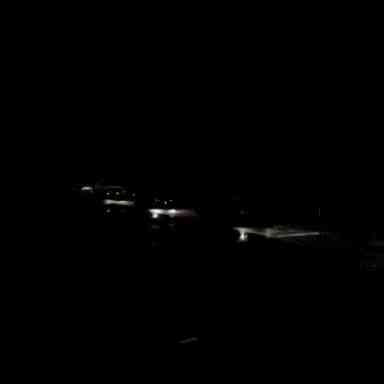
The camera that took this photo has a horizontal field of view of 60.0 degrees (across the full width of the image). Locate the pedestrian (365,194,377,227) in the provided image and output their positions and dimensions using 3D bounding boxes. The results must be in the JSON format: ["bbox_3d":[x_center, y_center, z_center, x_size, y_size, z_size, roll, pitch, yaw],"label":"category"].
[{"bbox_3d":[9.877,1.033,18.481,0.375,1.860,0.375,5,-2,-32],"label":"pedestrian"}]

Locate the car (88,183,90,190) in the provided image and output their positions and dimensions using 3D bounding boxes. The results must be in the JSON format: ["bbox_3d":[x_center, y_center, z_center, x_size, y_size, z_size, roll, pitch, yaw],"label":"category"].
[{"bbox_3d":[-13.279,-0.542,49.226,2.128,1.511,4.902,1,2,-32],"label":"car"}]

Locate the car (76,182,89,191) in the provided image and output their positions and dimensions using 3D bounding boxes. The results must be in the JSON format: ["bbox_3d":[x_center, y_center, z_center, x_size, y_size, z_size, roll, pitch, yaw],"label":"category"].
[{"bbox_3d":[-18.838,-1.014,58.014,2.128,1.511,4.902,1,2,-32],"label":"car"}]

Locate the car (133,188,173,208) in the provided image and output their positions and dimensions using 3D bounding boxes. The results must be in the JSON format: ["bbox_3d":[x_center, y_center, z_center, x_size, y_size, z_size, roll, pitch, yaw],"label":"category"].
[{"bbox_3d":[-3.292,0.463,27.429,1.837,1.490,4.892,1,2,-32],"label":"car"}]

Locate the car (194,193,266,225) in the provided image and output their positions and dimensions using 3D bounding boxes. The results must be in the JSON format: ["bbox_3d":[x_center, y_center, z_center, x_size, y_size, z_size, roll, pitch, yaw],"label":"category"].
[{"bbox_3d":[2.039,0.877,19.019,1.882,1.535,5.008,1,2,-33],"label":"car"}]

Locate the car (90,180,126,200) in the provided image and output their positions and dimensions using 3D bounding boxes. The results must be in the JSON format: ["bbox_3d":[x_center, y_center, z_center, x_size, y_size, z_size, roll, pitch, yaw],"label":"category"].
[{"bbox_3d":[-9.136,-0.309,36.713,2.150,2.045,5.566,2,1,-32],"label":"car"}]
